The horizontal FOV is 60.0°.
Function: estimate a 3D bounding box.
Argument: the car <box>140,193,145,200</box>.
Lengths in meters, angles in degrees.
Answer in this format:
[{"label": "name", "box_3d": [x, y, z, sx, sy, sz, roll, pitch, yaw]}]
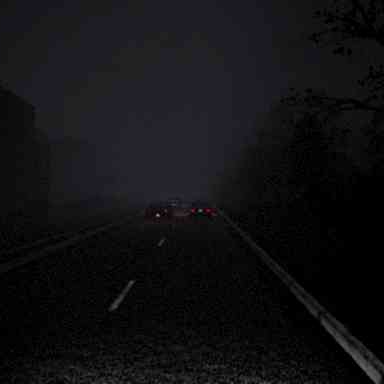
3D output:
[{"label": "car", "box_3d": [-13.489, 0.822, 79.360, 2.435, 2.045, 5.566, 0, 0, 1]}]

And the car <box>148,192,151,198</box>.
[{"label": "car", "box_3d": [-13.290, 1.030, 90.569, 2.231, 1.521, 4.892, 0, 0, 1]}]

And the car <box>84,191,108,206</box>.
[{"label": "car", "box_3d": [-14.074, 0.954, 46.340, 2.435, 2.045, 5.566, 0, 0, 1]}]

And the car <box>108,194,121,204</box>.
[{"label": "car", "box_3d": [-13.964, 1.169, 55.761, 2.231, 1.521, 4.892, 0, 0, 2]}]

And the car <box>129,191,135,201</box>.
[{"label": "car", "box_3d": [-13.684, 0.992, 68.371, 2.185, 1.767, 4.553, 0, 0, 1]}]

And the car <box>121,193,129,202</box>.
[{"label": "car", "box_3d": [-13.786, 1.137, 62.631, 1.946, 1.575, 5.366, 0, 0, 1]}]

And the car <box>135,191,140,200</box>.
[{"label": "car", "box_3d": [-13.590, 1.093, 73.679, 1.946, 1.575, 5.366, 0, 0, 1]}]

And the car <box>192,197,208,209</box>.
[{"label": "car", "box_3d": [1.031, 1.382, 43.125, 1.994, 1.385, 4.181, 0, 0, 1]}]

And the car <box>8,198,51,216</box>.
[{"label": "car", "box_3d": [-14.373, 1.301, 29.766, 2.163, 1.488, 4.792, 0, 0, 1]}]

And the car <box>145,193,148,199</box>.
[{"label": "car", "box_3d": [-13.390, 1.052, 85.044, 2.231, 1.521, 4.892, 0, 0, 1]}]

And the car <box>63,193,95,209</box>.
[{"label": "car", "box_3d": [-14.172, 1.228, 40.851, 2.231, 1.521, 4.892, 0, 0, 1]}]

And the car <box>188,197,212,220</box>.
[{"label": "car", "box_3d": [0.679, 1.432, 27.272, 2.033, 1.411, 5.357, 0, 0, 1]}]

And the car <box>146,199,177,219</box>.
[{"label": "car", "box_3d": [-2.561, 1.478, 27.684, 1.895, 1.301, 4.718, 0, 0, 1]}]

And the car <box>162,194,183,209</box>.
[{"label": "car", "box_3d": [-2.227, 1.305, 42.819, 2.128, 1.511, 4.902, 0, 0, 1]}]
